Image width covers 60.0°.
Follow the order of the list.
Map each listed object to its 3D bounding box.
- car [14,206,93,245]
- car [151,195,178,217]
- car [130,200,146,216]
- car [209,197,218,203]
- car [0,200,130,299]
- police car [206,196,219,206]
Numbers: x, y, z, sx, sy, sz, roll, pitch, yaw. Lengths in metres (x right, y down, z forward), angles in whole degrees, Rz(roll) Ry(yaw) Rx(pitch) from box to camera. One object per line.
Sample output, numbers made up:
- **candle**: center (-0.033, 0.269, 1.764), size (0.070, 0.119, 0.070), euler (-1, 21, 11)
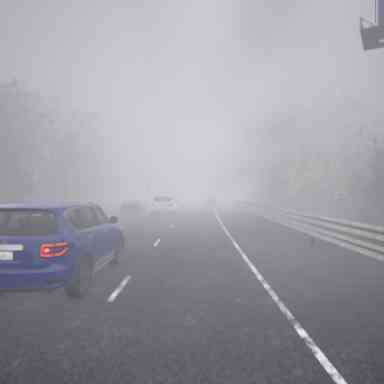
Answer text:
- **car**: center (-6.686, 1.553, 16.747), size (1.837, 1.490, 4.892), euler (0, 0, 1)
- **car**: center (-2.660, 1.332, 32.787), size (2.150, 2.045, 5.566), euler (0, 0, 2)
- **car**: center (-6.071, 1.593, 34.760), size (1.882, 1.535, 5.008), euler (0, 0, 3)
- **car**: center (5.006, 1.820, 77.390), size (1.837, 1.490, 4.892), euler (0, 0, 6)
- **car**: center (-3.332, 1.246, 8.653), size (2.150, 2.045, 5.566), euler (0, 0, 1)
- **police car**: center (3.582, 1.663, 61.766), size (1.930, 1.638, 5.238), euler (0, 0, 5)
